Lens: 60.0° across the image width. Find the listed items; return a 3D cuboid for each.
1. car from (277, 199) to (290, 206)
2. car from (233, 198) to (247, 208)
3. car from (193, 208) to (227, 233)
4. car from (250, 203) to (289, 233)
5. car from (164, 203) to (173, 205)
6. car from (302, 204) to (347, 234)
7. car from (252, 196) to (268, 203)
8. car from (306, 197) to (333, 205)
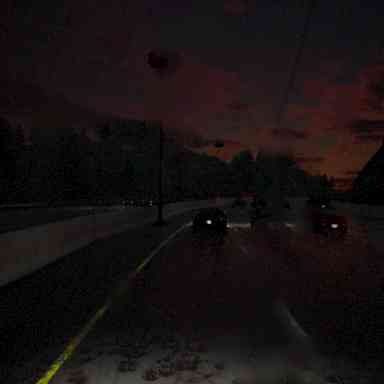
[{"bbox_3d":[15.219,1.909,55.347,1.882,1.535,5.008,0,0,17],"label":"car"},{"bbox_3d":[8.107,1.861,56.037,1.837,1.490,4.892,0,0,17],"label":"car"},{"bbox_3d":[1.175,1.675,20.691,1.994,1.385,4.181,1,0,6],"label":"car"},{"bbox_3d":[4.645,1.675,20.667,1.812,1.442,4.674,0,0,6],"label":"car"},{"bbox_3d":[-3.409,1.780,54.049,1.994,1.385,4.181,1,0,15],"label":"car"},{"bbox_3d":[8.192,1.716,20.821,1.812,1.442,4.674,0,0,6],"label":"car"},{"bbox_3d":[11.241,1.607,54.776,2.150,2.045,5.566,0,0,18],"label":"car"},{"bbox_3d":[13.994,1.553,36.703,2.150,2.045,5.566,0,0,12],"label":"car"}]
